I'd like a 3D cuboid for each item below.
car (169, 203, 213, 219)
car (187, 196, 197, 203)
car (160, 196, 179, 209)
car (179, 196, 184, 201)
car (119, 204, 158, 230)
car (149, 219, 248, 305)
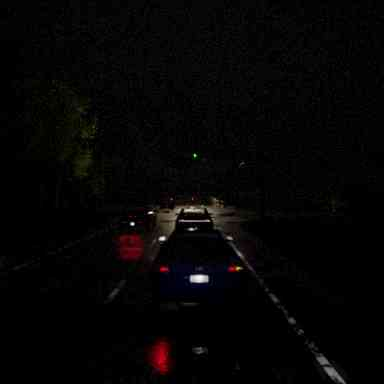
[{"bbox_3d":[0.108,1.545,17.588,2.128,1.511,4.902,0,0,0],"label":"car"},{"bbox_3d":[0.063,1.549,70.831,2.097,1.767,4.553,0,0,0],"label":"car"},{"bbox_3d":[-3.396,1.627,47.047,2.128,1.511,4.902,0,0,0],"label":"car"},{"bbox_3d":[-3.494,1.768,89.649,2.128,1.511,4.902,0,0,0],"label":"car"},{"bbox_3d":[-3.397,1.568,21.392,1.837,1.490,4.892,0,0,0],"label":"car"},{"bbox_3d":[0.105,1.589,8.192,1.994,1.385,4.181,0,0,-1],"label":"car"}]
